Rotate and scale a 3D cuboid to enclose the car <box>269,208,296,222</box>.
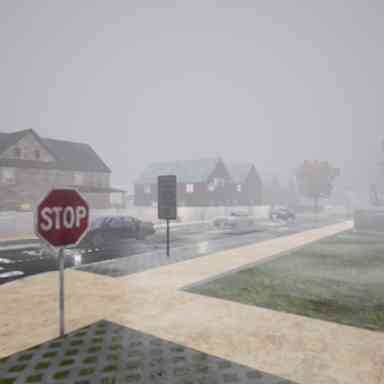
[{"bbox_3d":[10.457,2.563,38.425,2.128,1.511,4.902,-1,-2,35],"label":"car"}]

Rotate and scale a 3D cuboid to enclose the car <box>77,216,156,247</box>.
[{"bbox_3d":[-4.239,1.977,17.642,2.033,1.411,5.357,-1,-2,35],"label":"car"}]

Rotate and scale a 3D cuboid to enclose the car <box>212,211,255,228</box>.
[{"bbox_3d":[3.679,2.369,28.859,1.895,1.301,4.718,-1,-2,35],"label":"car"}]
